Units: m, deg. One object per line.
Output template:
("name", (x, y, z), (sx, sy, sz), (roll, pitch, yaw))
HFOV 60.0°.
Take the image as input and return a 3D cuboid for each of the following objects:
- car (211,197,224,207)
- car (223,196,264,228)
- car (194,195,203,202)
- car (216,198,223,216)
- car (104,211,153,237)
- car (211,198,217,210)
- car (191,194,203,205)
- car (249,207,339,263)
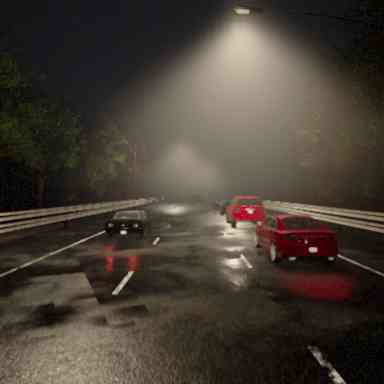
("car", (4.261, 1.706, 55.961), (1.882, 1.535, 5.008), (0, 0, 2))
("car", (3.636, 1.320, 23.134), (2.150, 2.045, 5.566), (0, 0, 1))
("car", (1.614, 1.554, 82.519), (2.097, 1.767, 4.553), (0, 0, 2))
("car", (3.788, 1.647, 34.056), (1.837, 1.490, 4.892), (0, 0, 1))
("car", (-3.306, 1.679, 18.379), (1.895, 1.301, 4.718), (0, 0, 1))
("car", (3.996, 1.678, 45.009), (2.128, 1.511, 4.902), (0, 0, 1))
("car", (1.007, 1.496, 65.274), (2.150, 2.045, 5.566), (0, 0, 2))
("car", (3.540, 1.531, 12.148), (1.882, 1.535, 5.008), (0, 0, 0))
